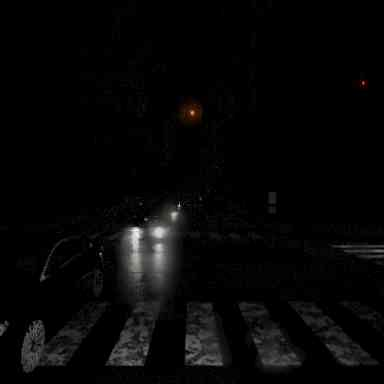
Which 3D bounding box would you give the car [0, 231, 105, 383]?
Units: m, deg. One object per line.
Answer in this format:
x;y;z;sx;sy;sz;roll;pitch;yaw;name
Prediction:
-2.856;1.491;5.589;2.128;1.511;4.902;0;0;0;car

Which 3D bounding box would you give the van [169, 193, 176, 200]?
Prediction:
-5.459;1.318;94.827;1.690;1.788;3.998;0;0;0;van

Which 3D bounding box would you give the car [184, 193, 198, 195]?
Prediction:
-0.047;1.477;65.166;2.128;1.511;4.902;0;0;0;car

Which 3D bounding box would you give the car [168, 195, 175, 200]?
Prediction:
-5.457;1.560;89.420;1.802;1.307;4.206;0;0;0;car

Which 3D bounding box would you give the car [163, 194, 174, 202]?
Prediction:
-5.452;1.296;78.608;2.192;1.841;5.009;0;0;0;car

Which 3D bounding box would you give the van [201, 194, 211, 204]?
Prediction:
2.634;1.327;62.397;1.690;1.788;3.998;0;0;0;van

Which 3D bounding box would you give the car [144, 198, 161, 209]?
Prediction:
-5.438;1.535;46.170;1.887;1.381;4.507;0;0;0;car

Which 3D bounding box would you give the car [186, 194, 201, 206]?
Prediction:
0.013;1.536;55.217;2.033;1.411;5.357;0;0;0;car

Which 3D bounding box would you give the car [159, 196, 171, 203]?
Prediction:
-5.447;1.535;67.795;2.008;1.369;4.403;0;0;0;car

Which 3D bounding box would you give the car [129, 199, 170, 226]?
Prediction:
-2.885;1.500;23.507;1.837;1.490;4.892;0;0;1;car

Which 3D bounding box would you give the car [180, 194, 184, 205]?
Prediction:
-2.793;1.565;59.331;2.033;1.411;5.357;0;0;0;car

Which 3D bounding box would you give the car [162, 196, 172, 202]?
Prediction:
-5.450;1.549;73.202;1.947;1.339;4.313;0;0;0;car

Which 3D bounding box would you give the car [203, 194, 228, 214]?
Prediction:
2.678;1.308;35.365;2.192;1.841;5.009;0;0;0;car

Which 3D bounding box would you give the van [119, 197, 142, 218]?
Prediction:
-5.431;1.335;29.952;1.690;1.788;3.998;0;0;0;van

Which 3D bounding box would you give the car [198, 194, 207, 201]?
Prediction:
2.599;1.420;84.021;1.967;1.590;4.097;0;0;0;car

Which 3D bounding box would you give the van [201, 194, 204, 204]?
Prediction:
2.651;1.330;51.584;1.690;1.788;3.998;0;0;0;van

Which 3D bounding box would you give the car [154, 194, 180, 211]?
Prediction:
-2.878;1.215;40.031;2.150;2.045;5.566;0;0;0;car

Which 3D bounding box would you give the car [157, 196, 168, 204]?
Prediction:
-5.445;1.511;62.220;1.752;1.417;4.829;0;0;0;car
